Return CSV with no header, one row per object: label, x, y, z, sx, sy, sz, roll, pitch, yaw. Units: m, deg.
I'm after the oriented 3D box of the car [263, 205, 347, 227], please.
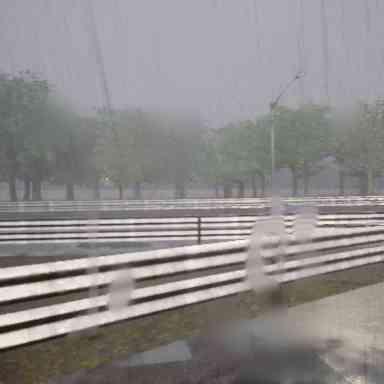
car,6.274,1.439,18.707,4.674,1.442,1.812,-1,1,-4
